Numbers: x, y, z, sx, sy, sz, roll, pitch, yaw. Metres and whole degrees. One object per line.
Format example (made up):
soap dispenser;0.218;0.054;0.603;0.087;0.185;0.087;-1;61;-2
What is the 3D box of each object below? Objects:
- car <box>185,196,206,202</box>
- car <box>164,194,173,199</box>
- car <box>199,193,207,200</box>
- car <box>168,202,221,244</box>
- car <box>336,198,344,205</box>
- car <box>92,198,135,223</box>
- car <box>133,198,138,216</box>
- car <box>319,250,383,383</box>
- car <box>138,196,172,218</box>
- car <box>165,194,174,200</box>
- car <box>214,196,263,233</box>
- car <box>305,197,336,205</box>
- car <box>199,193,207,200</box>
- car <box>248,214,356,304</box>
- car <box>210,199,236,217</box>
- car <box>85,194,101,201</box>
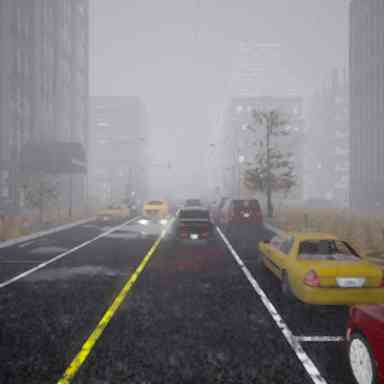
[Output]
car;0.102;1.359;30.836;1.837;1.490;4.892;0;0;0
car;-5.656;1.185;73.401;1.752;1.417;4.829;1;0;0
car;2.730;1.049;84.600;1.967;1.590;4.097;1;0;0
car;0.097;1.434;15.242;1.837;1.490;4.892;0;1;0
car;26.280;1.704;63.113;4.829;1.417;1.752;1;-1;0
car;-5.674;1.411;24.316;1.752;1.417;4.829;1;0;0
car;-5.670;1.299;30.045;1.967;1.590;4.097;1;0;0
car;2.698;1.534;2.244;1.887;1.381;4.507;1;0;0
car;-3.086;1.343;28.597;1.882;1.535;5.008;0;0;0
car;-5.652;1.153;84.617;1.887;1.381;4.507;1;0;0
car;2.707;1.226;18.920;2.192;1.841;5.009;1;0;0
car;20.867;1.493;54.761;4.097;1.590;1.967;1;-1;0
car;2.727;1.178;79.077;1.887;1.381;4.507;1;0;0
car;2.701;1.487;7.973;1.752;1.417;4.829;1;0;0
car;2.708;1.403;30.041;1.887;1.381;4.507;1;0;0
car;-17.232;1.005;54.449;4.507;1.381;1.887;1;-1;0
